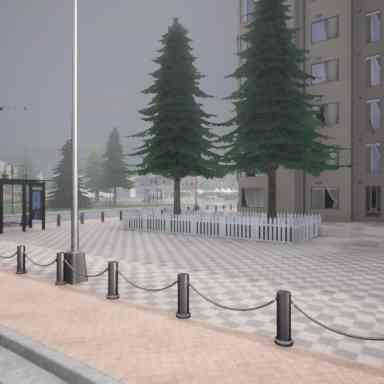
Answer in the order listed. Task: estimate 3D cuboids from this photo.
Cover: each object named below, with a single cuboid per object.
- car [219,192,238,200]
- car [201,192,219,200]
[{"bbox_3d":[9.547,1.374,84.715,3.633,1.501,1.845,0,0,35],"label":"car"},{"bbox_3d":[5.185,1.384,91.418,3.806,1.475,1.970,0,0,35],"label":"car"}]
